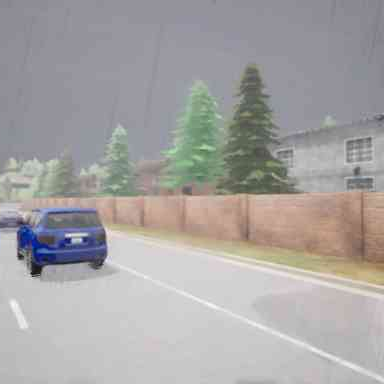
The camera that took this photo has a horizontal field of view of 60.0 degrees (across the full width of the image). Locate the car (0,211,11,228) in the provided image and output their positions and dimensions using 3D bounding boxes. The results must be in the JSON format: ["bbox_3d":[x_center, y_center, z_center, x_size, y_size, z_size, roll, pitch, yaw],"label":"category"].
[{"bbox_3d":[-14.166,2.173,25.634,1.812,1.442,4.674,1,-2,-34],"label":"car"}]

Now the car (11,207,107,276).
[{"bbox_3d":[-4.781,1.527,11.766,2.150,2.045,5.566,1,-2,-34],"label":"car"}]
